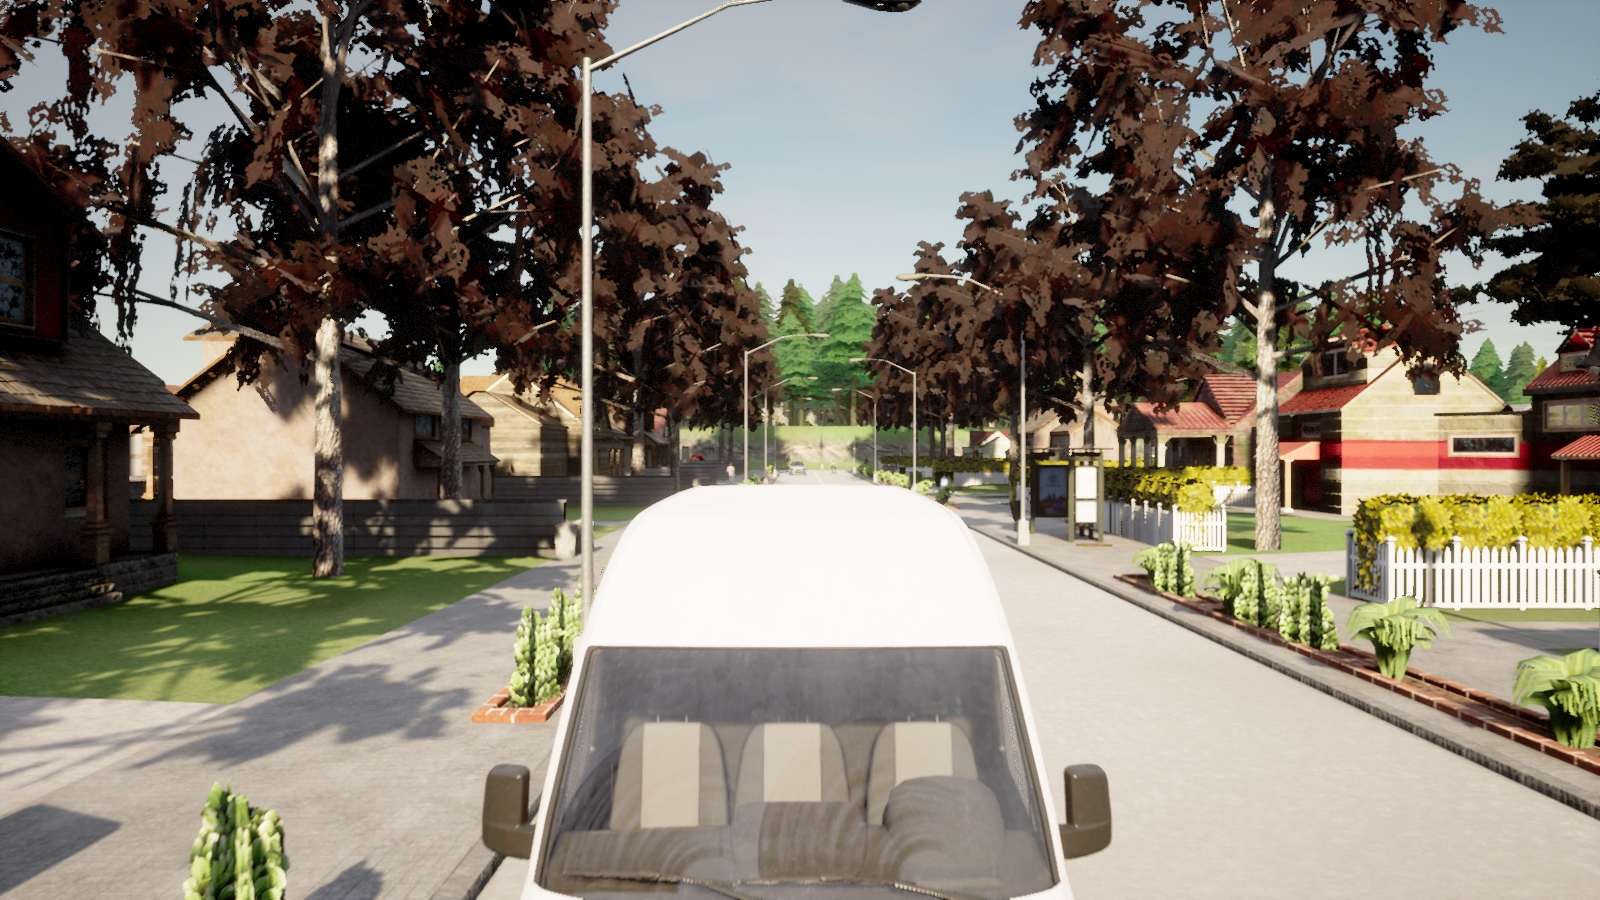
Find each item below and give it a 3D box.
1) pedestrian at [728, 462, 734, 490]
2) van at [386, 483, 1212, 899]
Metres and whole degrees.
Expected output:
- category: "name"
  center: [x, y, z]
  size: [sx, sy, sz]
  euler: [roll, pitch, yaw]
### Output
- category: "pedestrian"
  center: [-4.533, 1.691, 75.321]
  size: [0.375, 1.860, 0.375]
  euler: [0, 0, 2]
- category: "van"
  center: [-0.006, 1.529, 5.710]
  size: [1.988, 2.561, 5.915]
  euler: [0, 0, 0]
